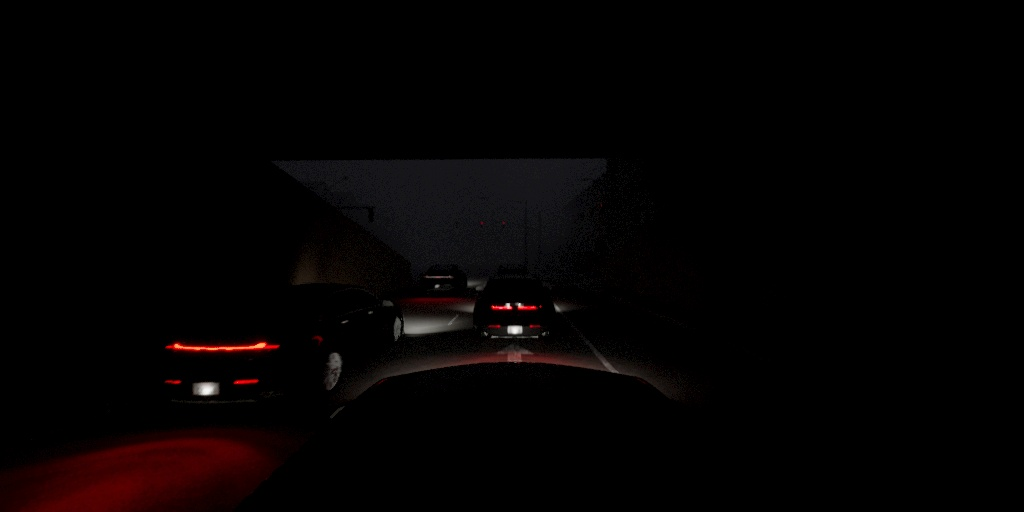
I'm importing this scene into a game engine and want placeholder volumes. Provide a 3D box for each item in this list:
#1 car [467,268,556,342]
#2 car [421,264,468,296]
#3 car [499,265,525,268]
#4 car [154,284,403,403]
[{"bbox_3d":[0.051,1.231,9.638,1.837,1.490,4.892,0,0,0],"label":"car"},{"bbox_3d":[-3.488,1.189,19.011,2.128,1.511,4.902,0,0,-1],"label":"car"},{"bbox_3d":[0.008,1.202,19.048,1.837,1.490,4.892,0,0,0],"label":"car"},{"bbox_3d":[-3.440,1.240,6.440,1.837,1.490,4.892,0,0,0],"label":"car"}]
